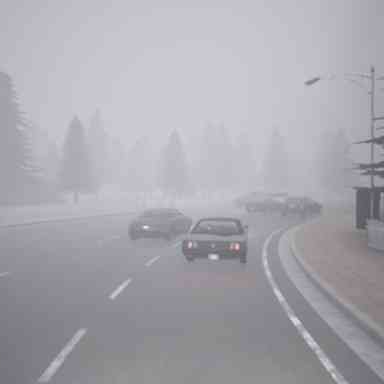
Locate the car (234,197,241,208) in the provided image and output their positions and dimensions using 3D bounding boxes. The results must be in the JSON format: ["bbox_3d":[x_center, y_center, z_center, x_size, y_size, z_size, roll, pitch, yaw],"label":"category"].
[{"bbox_3d":[7.674,0.935,40.866,5.566,2.045,2.150,0,0,-37],"label":"car"}]

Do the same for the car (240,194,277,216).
[{"bbox_3d":[6.793,1.264,30.366,1.882,1.535,5.008,0,0,41],"label":"car"}]

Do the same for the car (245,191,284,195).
[{"bbox_3d":[8.908,0.959,37.449,5.566,2.045,2.150,0,0,-38],"label":"car"}]

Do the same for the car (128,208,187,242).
[{"bbox_3d":[-1.377,1.451,15.993,1.994,1.385,4.181,0,0,17],"label":"car"}]

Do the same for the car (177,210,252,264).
[{"bbox_3d":[1.009,1.519,11.519,1.895,1.301,4.718,0,0,10],"label":"car"}]

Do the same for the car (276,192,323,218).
[{"bbox_3d":[9.265,1.156,27.860,2.097,1.767,4.553,1,1,40],"label":"car"}]
